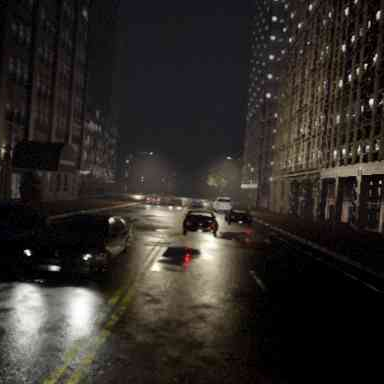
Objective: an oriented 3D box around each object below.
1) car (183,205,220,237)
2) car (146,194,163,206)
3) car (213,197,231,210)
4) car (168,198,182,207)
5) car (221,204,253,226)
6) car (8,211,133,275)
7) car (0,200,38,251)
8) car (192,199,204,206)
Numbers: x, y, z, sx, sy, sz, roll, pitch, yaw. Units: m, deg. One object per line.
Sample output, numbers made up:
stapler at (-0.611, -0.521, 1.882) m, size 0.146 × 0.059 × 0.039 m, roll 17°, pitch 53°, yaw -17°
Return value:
car at (0.473, 1.732, 19.442) m, size 1.895 × 1.301 × 4.718 m, roll 4°, pitch 0°, yaw 1°
car at (-5.769, 1.151, 51.943) m, size 2.097 × 1.767 × 4.553 m, roll 4°, pitch 0°, yaw 1°
car at (4.022, 1.734, 44.001) m, size 2.150 × 2.045 × 5.566 m, roll 4°, pitch 0°, yaw 1°
car at (-2.537, 1.609, 52.279) m, size 1.994 × 1.385 × 4.181 m, roll 4°, pitch 0°, yaw 1°
car at (3.788, 2.023, 27.703) m, size 1.895 × 1.301 × 4.718 m, roll 4°, pitch 0°, yaw 1°
car at (-3.072, 1.363, 10.205) m, size 2.033 × 1.411 × 5.357 m, roll 4°, pitch 0°, yaw 1°
car at (-6.304, 1.049, 10.506) m, size 1.882 × 1.535 × 5.008 m, roll 4°, pitch 0°, yaw 1°
car at (0.848, 1.844, 50.585) m, size 2.033 × 1.411 × 5.357 m, roll 4°, pitch 0°, yaw 1°
